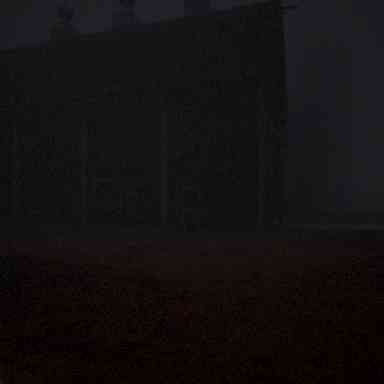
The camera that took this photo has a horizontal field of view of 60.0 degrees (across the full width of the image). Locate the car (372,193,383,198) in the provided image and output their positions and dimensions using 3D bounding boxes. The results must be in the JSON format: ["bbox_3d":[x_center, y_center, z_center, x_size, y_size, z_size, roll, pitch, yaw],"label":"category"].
[{"bbox_3d":[43.855,1.083,77.092,3.988,1.617,1.851,0,0,19],"label":"car"}]
